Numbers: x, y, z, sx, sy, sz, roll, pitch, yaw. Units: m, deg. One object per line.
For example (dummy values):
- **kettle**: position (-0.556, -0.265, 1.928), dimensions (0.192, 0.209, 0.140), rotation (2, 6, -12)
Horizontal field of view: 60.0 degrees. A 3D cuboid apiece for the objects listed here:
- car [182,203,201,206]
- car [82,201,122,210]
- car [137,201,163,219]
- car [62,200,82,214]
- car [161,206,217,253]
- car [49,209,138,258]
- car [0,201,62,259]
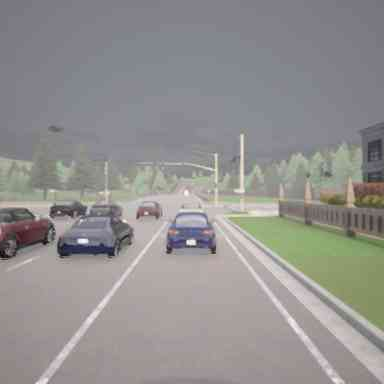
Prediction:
- **car**: position (-0.010, 1.576, 27.195), dimensions (1.895, 1.301, 4.718), rotation (0, 0, 2)
- **car**: position (-7.091, 1.465, 27.769), dimensions (2.128, 1.511, 4.902), rotation (0, 0, 0)
- **car**: position (-3.588, 1.498, 28.466), dimensions (1.812, 1.442, 4.674), rotation (0, 0, 0)
- **car**: position (-10.586, 1.449, 28.948), dimensions (1.882, 1.535, 5.008), rotation (0, 0, 0)
- **car**: position (-0.017, 1.513, 13.429), dimensions (1.812, 1.442, 4.674), rotation (0, 0, 0)
- **car**: position (-3.520, 1.552, 12.786), dimensions (1.994, 1.385, 4.181), rotation (0, 0, 0)
- **car**: position (-7.019, 1.339, 12.677), dimensions (2.097, 1.767, 4.553), rotation (0, 0, 0)
